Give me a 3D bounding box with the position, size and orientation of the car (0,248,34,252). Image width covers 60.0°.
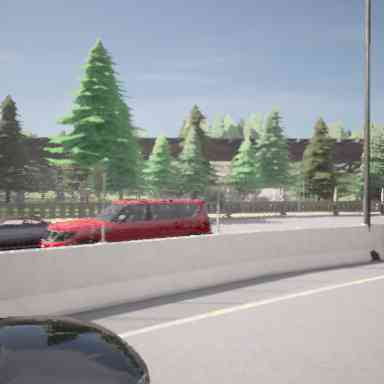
[{"bbox_3d":[-6.573,1.549,11.976,4.181,1.385,1.994,1,0,-34],"label":"car"}]

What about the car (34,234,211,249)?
[{"bbox_3d":[-1.896,1.239,10.923,5.566,2.045,2.150,1,0,-32],"label":"car"}]

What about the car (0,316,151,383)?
[{"bbox_3d":[-2.535,1.476,1.796,4.902,1.511,2.128,1,0,-36],"label":"car"}]
